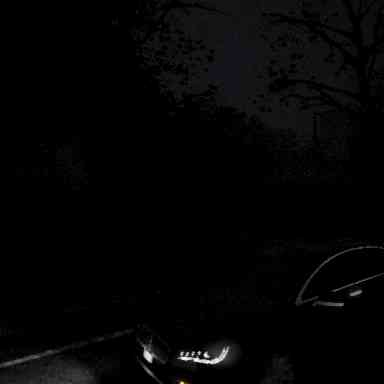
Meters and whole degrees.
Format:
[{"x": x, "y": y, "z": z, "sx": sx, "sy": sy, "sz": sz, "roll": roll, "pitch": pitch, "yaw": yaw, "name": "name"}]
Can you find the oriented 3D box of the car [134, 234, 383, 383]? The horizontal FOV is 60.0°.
[{"x": 1.575, "y": 1.445, "z": 4.821, "sx": 4.892, "sy": 1.490, "sz": 1.837, "roll": -1, "pitch": 1, "yaw": -33, "name": "car"}]
